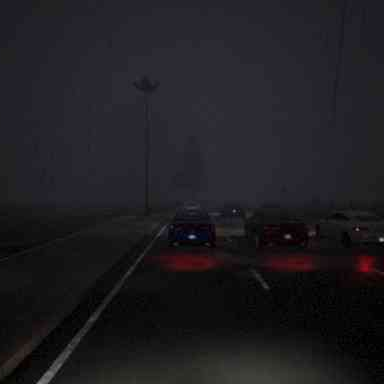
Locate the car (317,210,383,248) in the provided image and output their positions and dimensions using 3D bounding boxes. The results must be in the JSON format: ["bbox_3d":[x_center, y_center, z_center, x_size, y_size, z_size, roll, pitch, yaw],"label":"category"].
[{"bbox_3d":[7.000,1.530,14.587,1.812,1.442,4.674,0,0,0],"label":"car"}]

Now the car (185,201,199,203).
[{"bbox_3d":[0.000,1.530,29.587,1.812,1.442,4.674,0,0,0],"label":"car"}]

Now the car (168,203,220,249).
[{"bbox_3d":[0.000,1.482,14.587,1.882,1.535,5.008,0,0,0],"label":"car"}]

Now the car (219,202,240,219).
[{"bbox_3d":[3.500,1.570,29.587,1.994,1.385,4.181,0,0,0],"label":"car"}]

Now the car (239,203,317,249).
[{"bbox_3d":[3.500,1.482,14.587,1.882,1.535,5.008,0,0,0],"label":"car"}]
